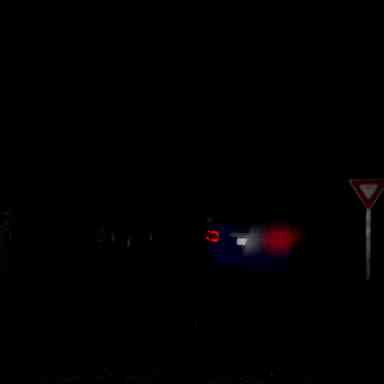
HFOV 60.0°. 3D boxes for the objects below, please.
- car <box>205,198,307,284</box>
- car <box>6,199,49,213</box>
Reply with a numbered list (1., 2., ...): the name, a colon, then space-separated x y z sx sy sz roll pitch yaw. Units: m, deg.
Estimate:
1. car: 2.103 1.191 9.882 2.150 2.045 5.566 0 0 21
2. car: -17.574 1.449 35.707 1.994 1.385 4.181 0 0 36
